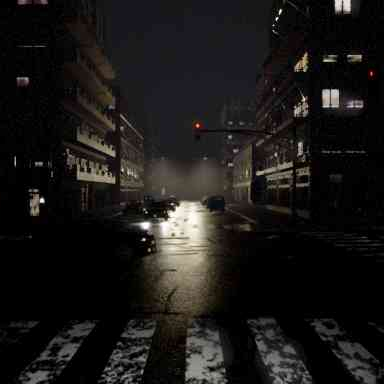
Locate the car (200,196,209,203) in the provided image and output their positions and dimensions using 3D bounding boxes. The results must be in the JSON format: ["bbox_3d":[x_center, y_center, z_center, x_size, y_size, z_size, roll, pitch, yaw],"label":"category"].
[{"bbox_3d":[2.638,1.520,71.032,1.887,1.381,4.507,0,0,0],"label":"car"}]

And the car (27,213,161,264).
[{"bbox_3d":[-3.364,1.592,11.523,4.181,1.385,1.994,-1,0,0],"label":"car"}]

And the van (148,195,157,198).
[{"bbox_3d":[-5.365,1.329,43.134,1.690,1.788,3.998,0,0,0],"label":"van"}]

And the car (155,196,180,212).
[{"bbox_3d":[-2.809,1.537,38.082,2.033,1.411,5.357,0,0,0],"label":"car"}]

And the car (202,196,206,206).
[{"bbox_3d":[2.704,1.533,43.126,1.887,1.381,4.507,0,0,0],"label":"car"}]

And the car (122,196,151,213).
[{"bbox_3d":[-5.411,1.432,31.970,1.967,1.590,4.097,0,0,0],"label":"car"}]

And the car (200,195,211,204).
[{"bbox_3d":[2.632,1.419,65.451,1.967,1.590,4.097,0,0,0],"label":"car"}]

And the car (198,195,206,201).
[{"bbox_3d":[2.655,1.527,87.777,1.947,1.339,4.313,0,0,0],"label":"car"}]

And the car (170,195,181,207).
[{"bbox_3d":[-2.787,1.512,48.660,1.812,1.442,4.674,0,0,0],"label":"car"}]

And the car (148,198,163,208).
[{"bbox_3d":[-5.313,1.568,48.715,1.802,1.307,4.206,0,0,0],"label":"car"}]

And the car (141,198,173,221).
[{"bbox_3d":[-2.809,1.519,27.440,1.812,1.442,4.674,0,0,-1],"label":"car"}]

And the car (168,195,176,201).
[{"bbox_3d":[-5.225,1.512,87.785,2.008,1.369,4.403,0,0,0],"label":"car"}]

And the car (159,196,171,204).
[{"bbox_3d":[-5.248,1.524,65.459,1.887,1.381,4.507,0,0,0],"label":"car"}]

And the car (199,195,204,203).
[{"bbox_3d":[2.623,1.550,54.288,1.947,1.339,4.313,0,0,0],"label":"car"}]

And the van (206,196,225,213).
[{"bbox_3d":[2.733,1.331,36.922,1.690,1.788,3.998,0,0,0],"label":"van"}]
